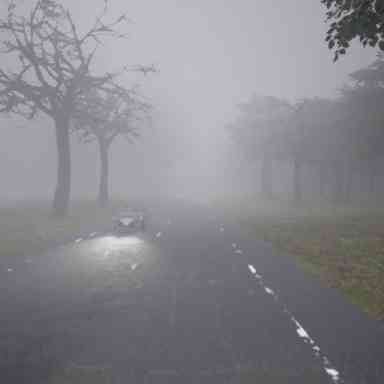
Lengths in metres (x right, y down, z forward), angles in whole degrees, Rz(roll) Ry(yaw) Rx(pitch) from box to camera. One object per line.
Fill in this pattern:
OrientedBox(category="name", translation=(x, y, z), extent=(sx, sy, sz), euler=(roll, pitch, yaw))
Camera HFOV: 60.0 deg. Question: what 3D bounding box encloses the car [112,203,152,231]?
OrientedBox(category="car", translation=(-3.591, 1.458, 20.660), extent=(2.128, 1.511, 4.902), euler=(0, 0, 0))
